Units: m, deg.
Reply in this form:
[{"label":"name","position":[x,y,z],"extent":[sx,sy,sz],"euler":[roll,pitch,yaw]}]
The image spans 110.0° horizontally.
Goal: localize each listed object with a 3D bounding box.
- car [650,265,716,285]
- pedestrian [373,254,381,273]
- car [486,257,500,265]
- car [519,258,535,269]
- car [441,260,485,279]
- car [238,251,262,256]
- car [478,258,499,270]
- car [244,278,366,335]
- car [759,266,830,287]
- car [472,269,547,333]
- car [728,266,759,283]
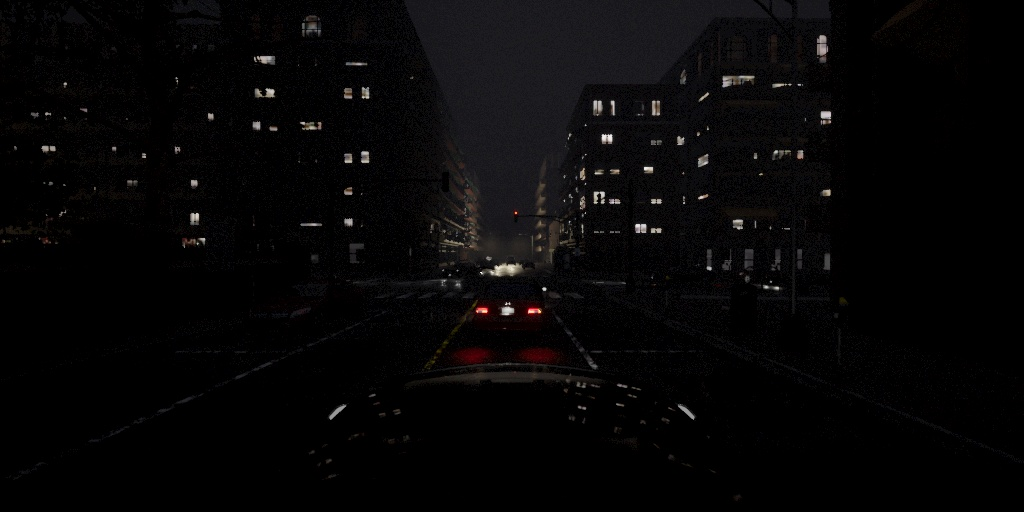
[{"label":"car","position":[13.690,1.502,28.752],"extent":[4.902,1.511,2.128],"euler":[1,0,-1]},{"label":"pedestrian","position":[-12.807,0.652,33.884],"extent":[0.375,1.860,0.375],"euler":[0,-1,-1]},{"label":"car","position":[-3.246,1.275,64.856],"extent":[1.812,1.442,4.674],"euler":[0,0,0]},{"label":"car","position":[2.535,1.299,54.209],"extent":[2.007,1.370,4.403],"euler":[0,0,0]},{"label":"car","position":[-4.604,1.348,33.179],"extent":[1.895,1.301,4.718],"euler":[0,0,21]},{"label":"car","position":[-17.606,0.694,25.075],"extent":[5.566,2.045,2.150],"euler":[1,0,-1]},{"label":"car","position":[-3.239,1.296,48.880],"extent":[2.033,1.411,5.357],"euler":[0,0,0]},{"label":"car","position":[-5.713,1.331,10.502],"extent":[1.802,1.307,4.207],"euler":[0,0,0]},{"label":"car","position":[23.499,1.732,28.906],"extent":[5.357,1.411,2.033],"euler":[1,0,-1]},{"label":"car","position":[0.052,1.297,10.715],"extent":[2.033,1.411,5.357],"euler":[0,0,3]},{"label":"car","position":[21.293,1.571,31.431],"extent":[4.097,1.591,1.967],"euler":[0,0,-1]}]
